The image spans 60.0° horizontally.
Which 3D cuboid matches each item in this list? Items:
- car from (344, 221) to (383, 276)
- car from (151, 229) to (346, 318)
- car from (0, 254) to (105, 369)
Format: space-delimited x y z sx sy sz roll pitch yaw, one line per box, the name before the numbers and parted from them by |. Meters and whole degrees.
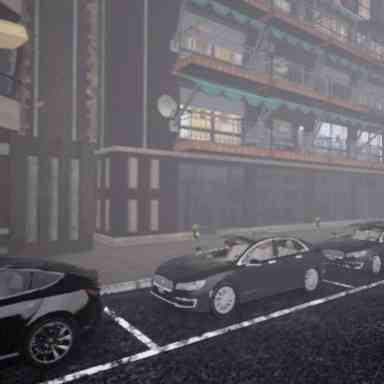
car | 5.720 1.652 10.641 4.403 1.369 2.008 1 0 -36
car | 1.212 1.599 7.425 4.403 1.369 2.008 1 0 -36
car | -3.296 1.563 4.208 4.313 1.339 1.947 1 0 -36
